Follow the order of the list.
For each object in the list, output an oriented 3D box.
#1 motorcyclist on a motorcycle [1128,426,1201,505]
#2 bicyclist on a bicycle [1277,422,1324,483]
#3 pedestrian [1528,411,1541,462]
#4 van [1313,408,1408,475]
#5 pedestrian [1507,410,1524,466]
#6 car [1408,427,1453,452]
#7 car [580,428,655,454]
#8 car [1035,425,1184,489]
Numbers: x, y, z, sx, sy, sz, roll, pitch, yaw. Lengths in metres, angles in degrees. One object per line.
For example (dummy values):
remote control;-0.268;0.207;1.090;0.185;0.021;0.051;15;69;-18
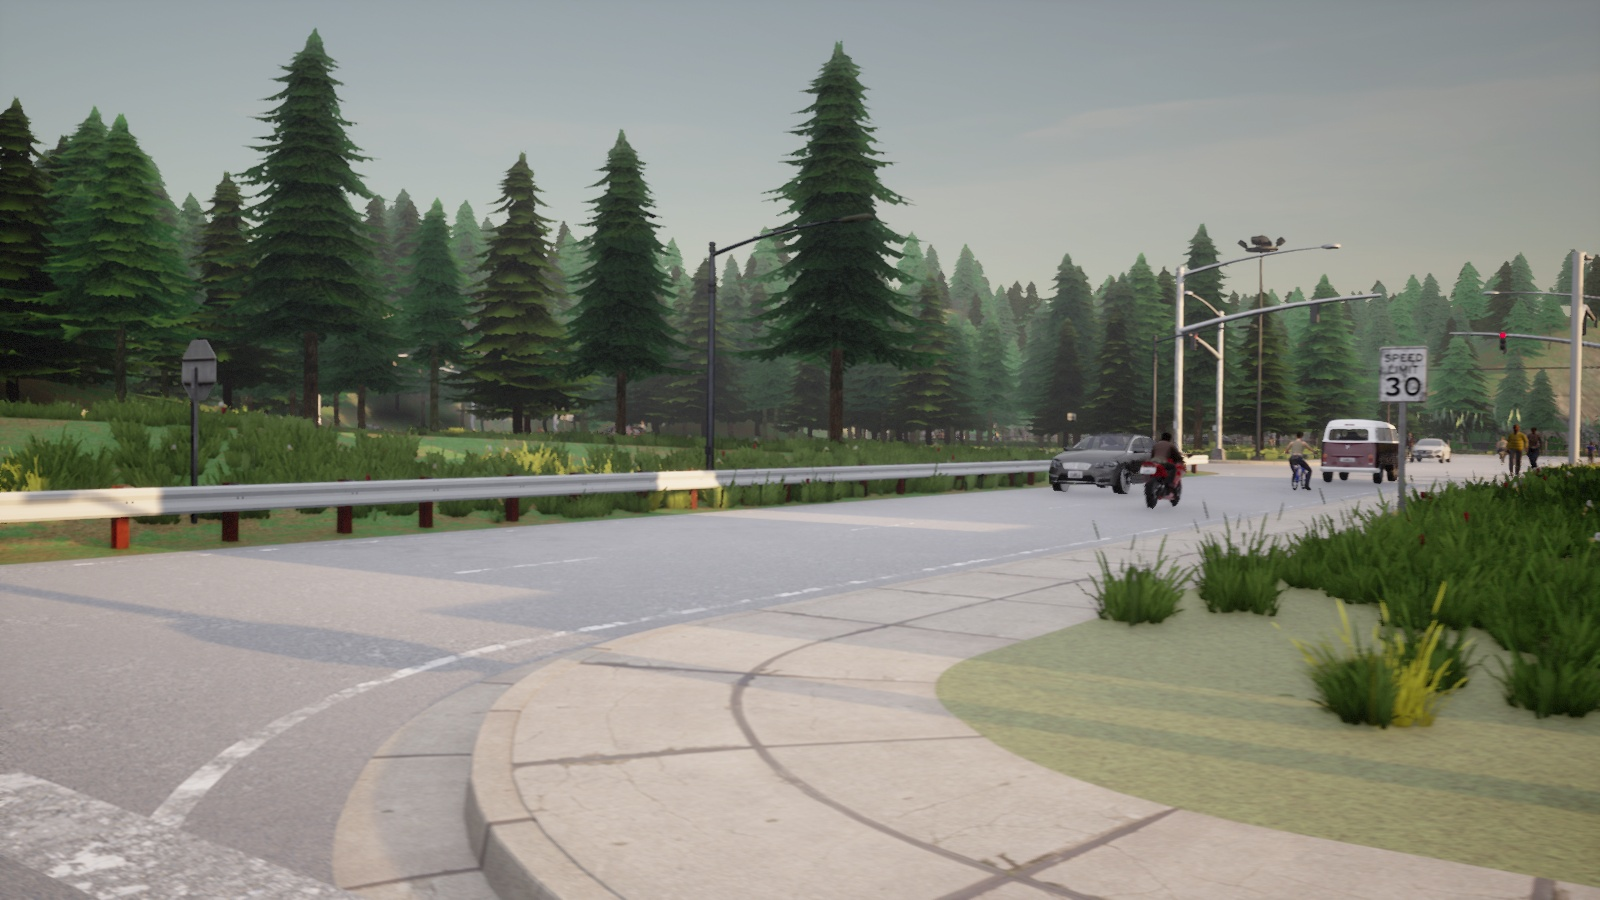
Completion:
motorcyclist on a motorcycle;7.296;0.276;25.052;0.797;1.523;2.044;0;1;35
bicyclist on a bicycle;13.659;0.048;34.282;0.866;1.612;1.509;0;1;35
pedestrian;26.572;-0.495;45.425;0.328;1.805;0.869;0;1;37
van;18.408;-0.302;41.153;2.069;2.038;4.480;0;1;35
pedestrian;23.506;-0.401;41.257;0.370;1.835;0.726;0;1;40
car;38.120;-0.662;75.885;1.812;1.442;4.674;0;1;35
car;-12.133;-0.609;83.371;4.856;1.649;2.033;0;1;36
car;8.040;0.132;32.293;2.128;1.511;4.902;0;1;35
